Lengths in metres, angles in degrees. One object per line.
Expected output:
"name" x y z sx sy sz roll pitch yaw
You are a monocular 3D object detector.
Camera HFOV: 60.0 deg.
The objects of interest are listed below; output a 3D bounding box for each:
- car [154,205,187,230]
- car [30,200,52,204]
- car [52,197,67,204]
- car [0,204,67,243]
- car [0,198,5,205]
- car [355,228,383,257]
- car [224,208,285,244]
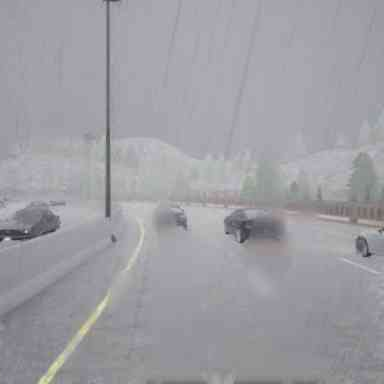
"car" -1.414 1.542 21.089 1.812 1.442 4.674 0 0 -9
"car" -15.492 1.631 33.316 1.994 1.385 4.181 0 0 -19
"car" -22.182 1.648 55.183 1.882 1.535 5.008 0 0 -33
"car" -7.923 1.562 16.365 2.033 1.411 5.357 0 0 -7
"car" -36.503 1.786 62.385 1.895 1.301 4.718 0 0 -42
"car" 6.835 1.527 9.957 1.812 1.442 4.674 0 0 -3
"car" 2.818 1.485 16.065 1.882 1.535 5.008 0 0 -6
